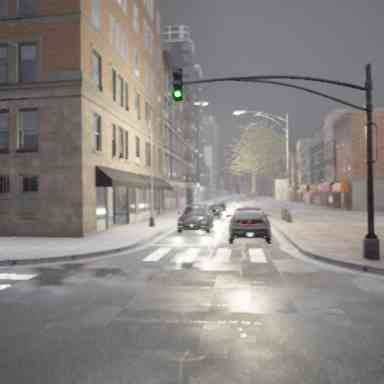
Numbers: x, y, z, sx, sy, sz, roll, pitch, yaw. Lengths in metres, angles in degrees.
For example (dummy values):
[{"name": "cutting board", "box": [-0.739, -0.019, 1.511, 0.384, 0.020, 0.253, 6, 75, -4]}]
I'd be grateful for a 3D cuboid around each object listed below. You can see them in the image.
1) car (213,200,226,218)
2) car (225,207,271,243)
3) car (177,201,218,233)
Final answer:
[{"name": "car", "box": [1.738, 1.633, 30.162, 1.895, 1.301, 4.718, -1, 0, 9]}, {"name": "car", "box": [2.725, 1.496, 16.088, 1.837, 1.490, 4.892, -1, 0, 8]}, {"name": "car", "box": [0.310, 1.539, 20.052, 1.837, 1.490, 4.892, -1, 0, 8]}]
